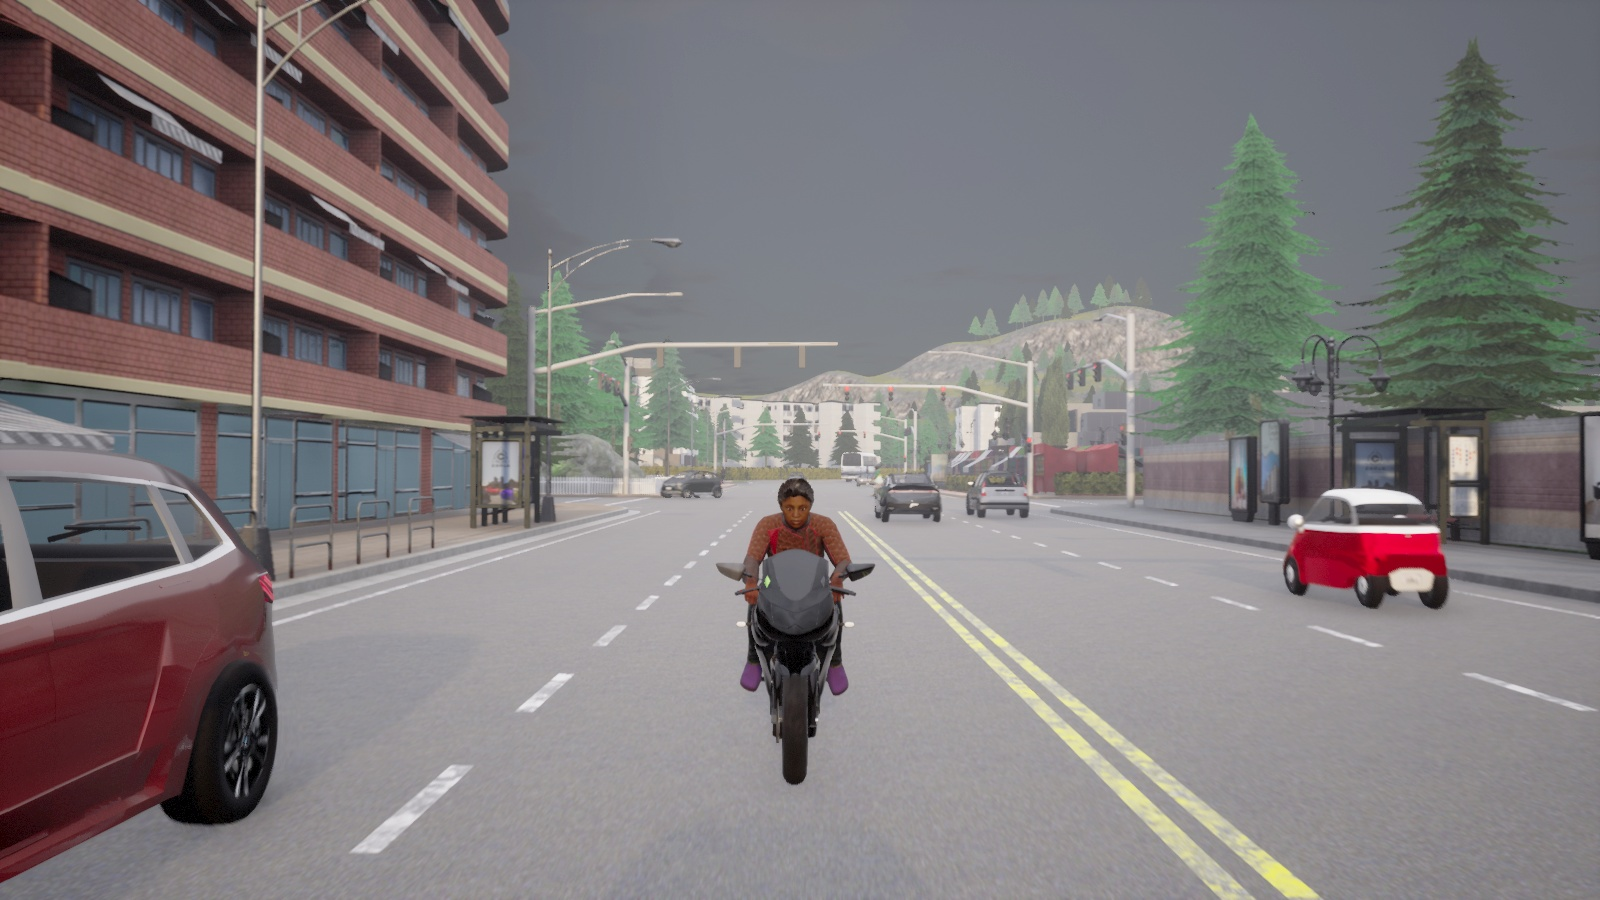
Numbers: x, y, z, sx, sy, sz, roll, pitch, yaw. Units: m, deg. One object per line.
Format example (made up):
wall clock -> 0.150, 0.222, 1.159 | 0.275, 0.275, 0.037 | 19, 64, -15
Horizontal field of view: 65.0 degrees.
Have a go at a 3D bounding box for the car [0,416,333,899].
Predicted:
car -> -3.511, 0.742, 4.128 | 2.242, 1.667, 4.611 | 0, -1, 0

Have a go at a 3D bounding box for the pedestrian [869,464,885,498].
pedestrian -> 4.456, 1.779, 72.289 | 0.873, 1.952, 0.659 | 0, -1, 6

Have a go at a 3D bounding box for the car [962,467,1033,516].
car -> 6.891, 1.427, 44.181 | 1.851, 1.617, 3.988 | 0, -1, 0

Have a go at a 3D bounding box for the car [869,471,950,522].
car -> 3.401, 1.429, 40.025 | 2.128, 1.511, 4.902 | 0, -1, 0

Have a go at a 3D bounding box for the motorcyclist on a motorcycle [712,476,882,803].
motorcyclist on a motorcycle -> -0.018, 0.913, 6.932 | 0.797, 1.523, 2.044 | 0, -1, 0

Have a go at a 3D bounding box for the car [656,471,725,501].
car -> -6.005, 1.961, 69.171 | 1.789, 1.549, 3.705 | 0, -1, 37

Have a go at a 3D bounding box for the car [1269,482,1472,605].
car -> 6.963, 1.102, 15.526 | 1.481, 1.376, 2.207 | 0, -1, 0
